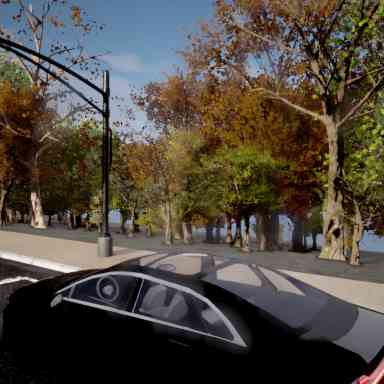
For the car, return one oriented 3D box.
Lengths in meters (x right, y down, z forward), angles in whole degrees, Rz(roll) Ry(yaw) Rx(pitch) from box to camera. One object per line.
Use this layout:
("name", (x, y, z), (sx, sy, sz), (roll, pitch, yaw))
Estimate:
("car", (-0.365, 1.491, 3.952), (4.902, 1.511, 2.128), (0, 0, 36))
